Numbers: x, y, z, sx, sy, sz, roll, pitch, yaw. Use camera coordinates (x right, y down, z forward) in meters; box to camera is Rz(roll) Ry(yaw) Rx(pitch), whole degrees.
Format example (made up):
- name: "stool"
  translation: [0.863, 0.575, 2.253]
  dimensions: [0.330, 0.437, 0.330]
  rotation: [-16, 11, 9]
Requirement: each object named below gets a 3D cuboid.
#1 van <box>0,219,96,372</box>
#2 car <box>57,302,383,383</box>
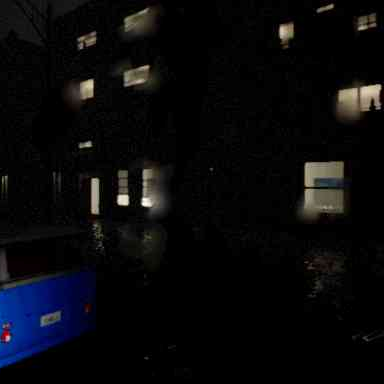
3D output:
- name: "van"
  translation: [-3.253, 1.328, 5.206]
  dimensions: [3.998, 1.788, 1.690]
  rotation: [0, 1, 36]
- name: "car"
  translation: [1.258, 1.582, 1.976]
  dimensions: [4.206, 1.307, 1.802]
  rotation: [0, 1, 36]
